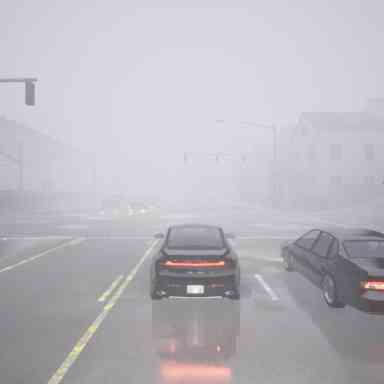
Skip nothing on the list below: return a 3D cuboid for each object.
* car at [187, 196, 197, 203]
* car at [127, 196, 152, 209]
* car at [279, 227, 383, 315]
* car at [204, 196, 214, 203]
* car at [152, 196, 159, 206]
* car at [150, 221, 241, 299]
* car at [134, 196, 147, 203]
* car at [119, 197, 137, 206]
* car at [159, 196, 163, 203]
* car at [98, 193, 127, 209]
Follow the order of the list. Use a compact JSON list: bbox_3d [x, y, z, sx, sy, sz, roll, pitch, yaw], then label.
[{"bbox_3d":[0.001,1.547,69.176,2.033,1.411,5.357,0,0,0],"label":"car"},{"bbox_3d":[-7.098,1.477,45.189,1.882,1.535,5.008,0,0,0],"label":"car"},{"bbox_3d":[3.575,1.547,7.834,2.033,1.411,5.357,0,0,0],"label":"car"},{"bbox_3d":[3.499,1.545,69.176,2.033,1.411,5.357,0,0,0],"label":"car"},{"bbox_3d":[-7.089,1.504,54.644,1.837,1.490,4.892,0,0,0],"label":"car"},{"bbox_3d":[0.075,1.505,8.410,1.837,1.490,4.892,0,0,0],"label":"car"},{"bbox_3d":[-10.510,1.506,67.863,1.837,1.490,4.892,0,0,0],"label":"car"},{"bbox_3d":[-10.587,1.547,55.228,2.033,1.411,5.357,0,0,0],"label":"car"},{"bbox_3d":[-7.002,1.547,68.737,2.033,1.411,5.357,0,0,0],"label":"car"},{"bbox_3d":[-10.600,1.221,44.974,2.150,2.045,5.566,0,0,0],"label":"car"}]
